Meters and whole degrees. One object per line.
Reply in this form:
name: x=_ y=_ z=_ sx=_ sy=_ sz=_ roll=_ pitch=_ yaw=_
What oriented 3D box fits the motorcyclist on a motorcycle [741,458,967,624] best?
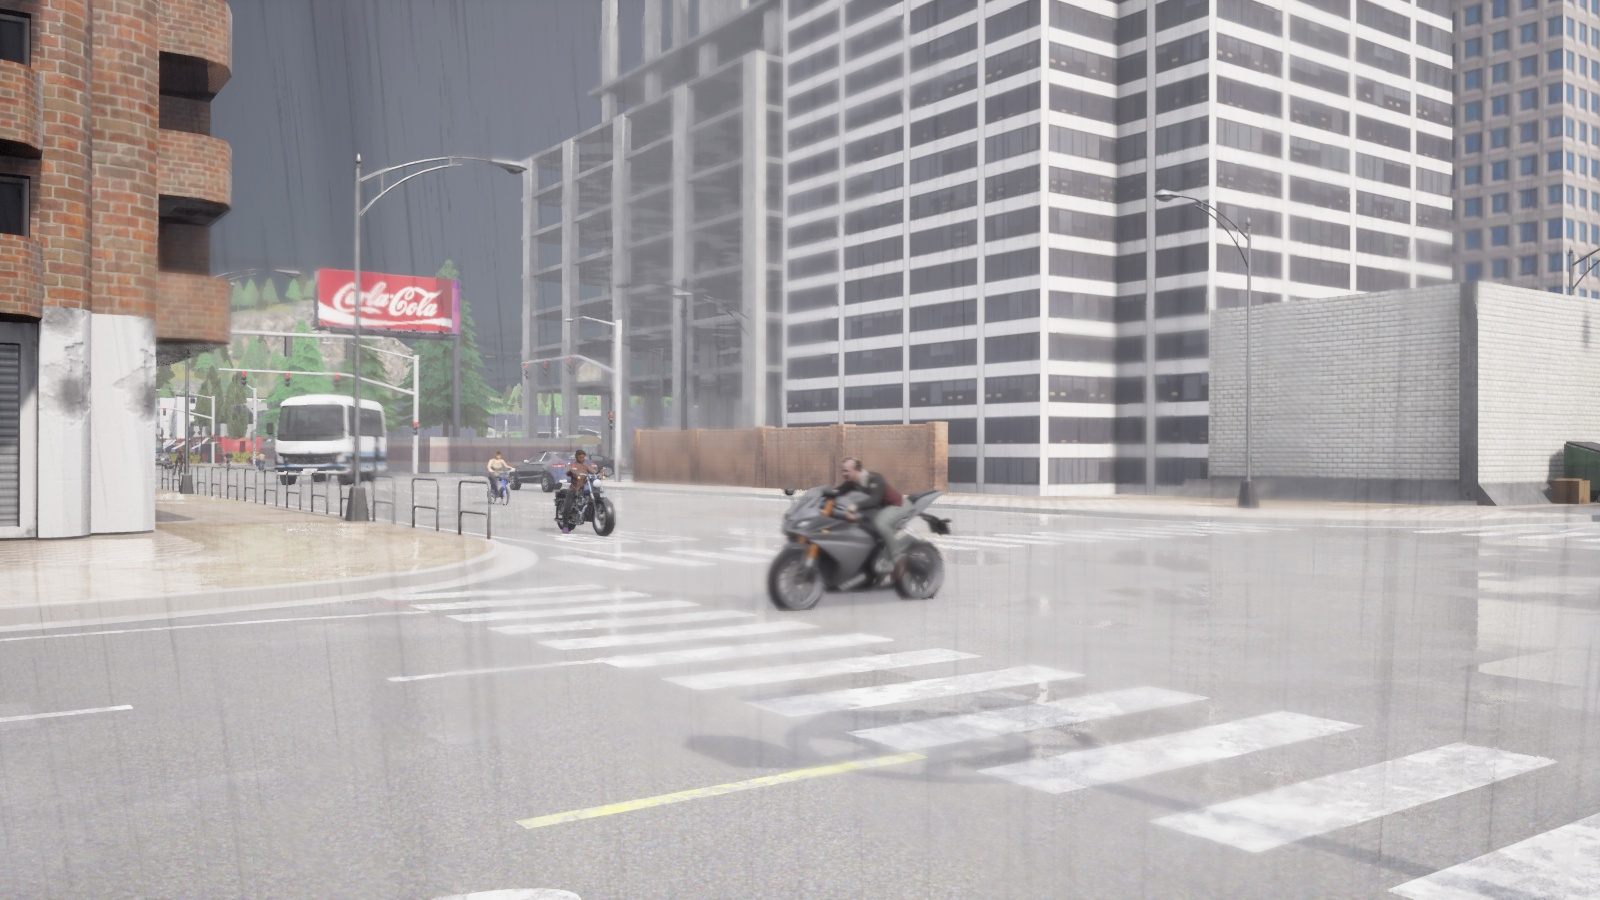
motorcyclist on a motorcycle: x=0.568 y=0.850 z=12.624 sx=2.191 sy=1.530 sz=0.866 roll=0 pitch=0 yaw=-35

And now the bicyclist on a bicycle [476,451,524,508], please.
bicyclist on a bicycle: x=-8.770 y=0.845 z=36.681 sx=0.866 sy=1.612 sz=1.509 roll=0 pitch=0 yaw=-35

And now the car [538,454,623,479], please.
car: x=-13.926 y=1.003 z=79.919 sx=5.008 sy=1.535 sz=1.882 roll=0 pitch=0 yaw=-35

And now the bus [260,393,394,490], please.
bus: x=-22.750 y=-0.378 z=61.163 sx=3.944 sy=4.253 sz=10.273 roll=-1 pitch=0 yaw=-8

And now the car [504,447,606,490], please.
car: x=-9.902 y=0.723 z=50.491 sx=2.152 sy=1.651 sz=5.027 roll=0 pitch=0 yaw=-35

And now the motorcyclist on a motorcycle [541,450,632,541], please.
motorcyclist on a motorcycle: x=-4.087 y=0.818 z=23.884 sx=0.766 sy=1.649 sz=2.350 roll=0 pitch=0 yaw=-35
